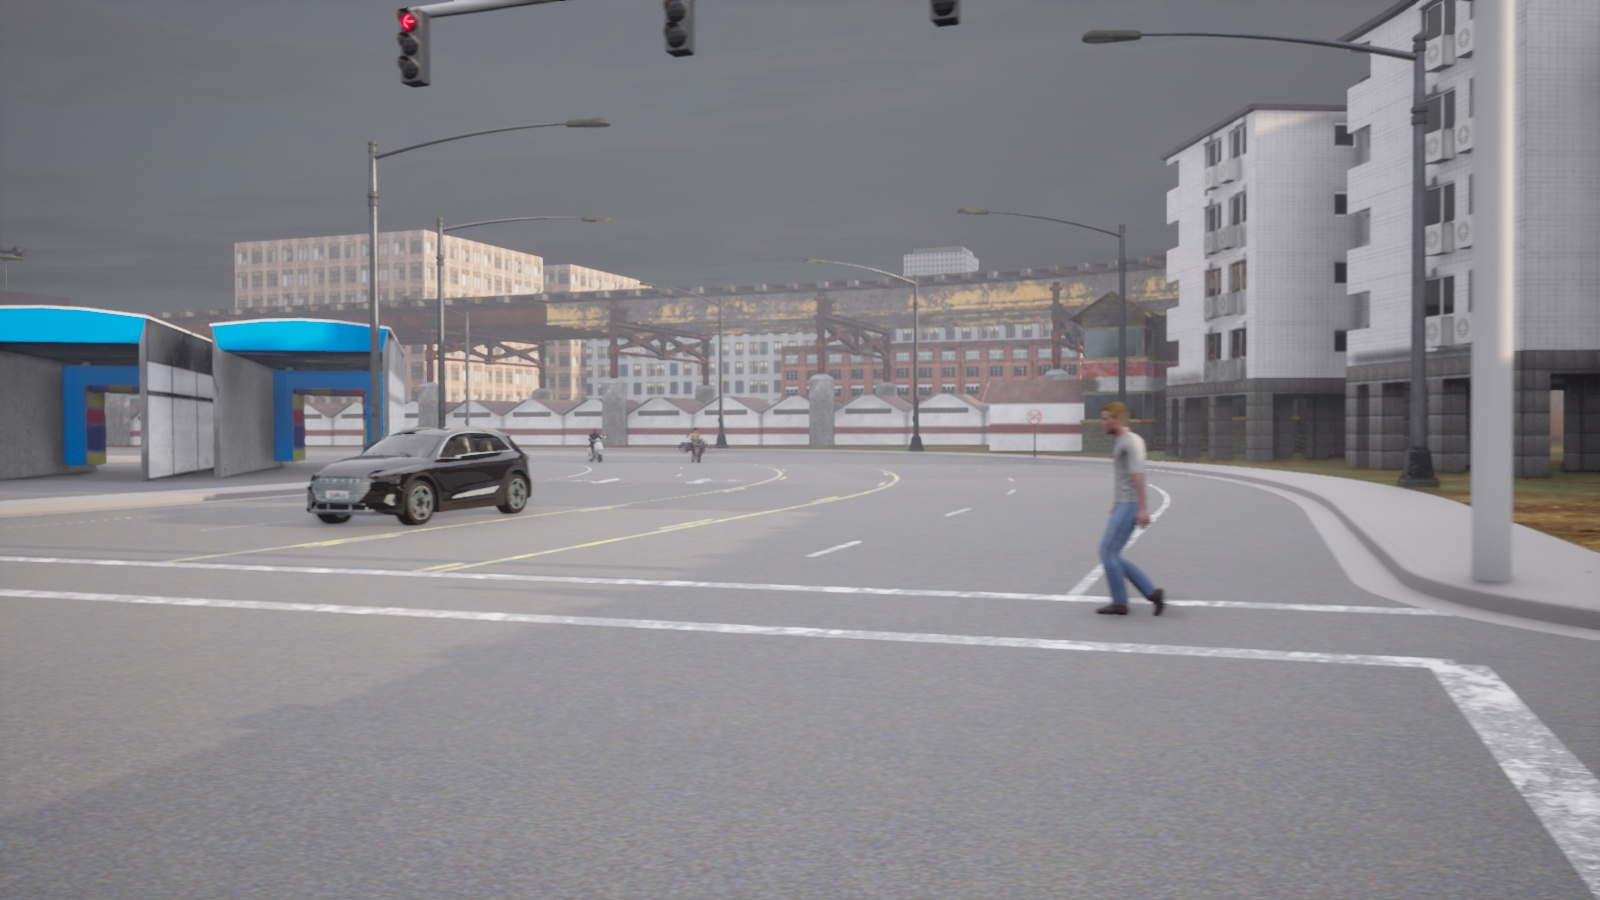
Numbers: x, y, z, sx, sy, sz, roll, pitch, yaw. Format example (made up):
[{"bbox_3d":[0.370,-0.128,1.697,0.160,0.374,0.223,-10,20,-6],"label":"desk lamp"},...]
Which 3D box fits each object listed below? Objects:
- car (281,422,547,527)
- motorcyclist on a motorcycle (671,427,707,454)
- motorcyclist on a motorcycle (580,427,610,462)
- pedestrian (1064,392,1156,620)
[{"bbox_3d":[-6.690,0.346,22.440,2.033,1.649,4.856,1,1,19],"label":"car"},{"bbox_3d":[-6.924,-0.597,78.280,2.350,1.649,0.766,1,3,42],"label":"motorcyclist on a motorcycle"},{"bbox_3d":[-9.554,-0.261,58.442,0.866,1.590,1.817,-1,1,-27],"label":"motorcyclist on a motorcycle"},{"bbox_3d":[2.558,0.444,10.362,0.706,1.836,0.354,0,1,16],"label":"pedestrian"}]
